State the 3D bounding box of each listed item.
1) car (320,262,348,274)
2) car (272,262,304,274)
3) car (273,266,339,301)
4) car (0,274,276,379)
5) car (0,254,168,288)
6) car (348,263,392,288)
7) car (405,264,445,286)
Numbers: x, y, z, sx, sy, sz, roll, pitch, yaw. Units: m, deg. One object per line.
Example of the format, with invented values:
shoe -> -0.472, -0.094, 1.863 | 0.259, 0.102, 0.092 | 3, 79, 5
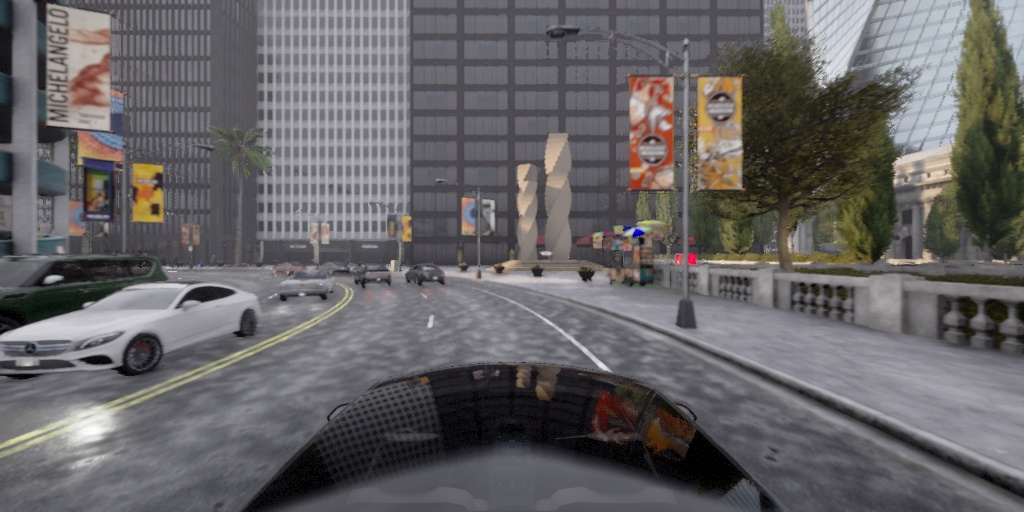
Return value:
car -> -20.143, 1.316, 40.233 | 4.181, 1.385, 1.994 | 0, 0, 34
car -> -23.819, 1.316, 38.426 | 4.181, 1.385, 1.994 | 0, 0, 31
car -> -9.865, 1.352, 17.558 | 1.895, 1.301, 4.718 | 0, 0, -21
car -> -7.270, 1.277, 7.517 | 1.812, 1.442, 4.674 | 0, 0, -6
car -> -10.899, 0.974, 8.284 | 2.150, 2.045, 5.566 | 0, 0, -7
car -> -9.478, 1.243, 24.241 | 2.128, 1.511, 4.902 | 0, 0, -31
car -> -6.242, 1.276, 25.653 | 1.812, 1.442, 4.674 | 0, 0, -31
